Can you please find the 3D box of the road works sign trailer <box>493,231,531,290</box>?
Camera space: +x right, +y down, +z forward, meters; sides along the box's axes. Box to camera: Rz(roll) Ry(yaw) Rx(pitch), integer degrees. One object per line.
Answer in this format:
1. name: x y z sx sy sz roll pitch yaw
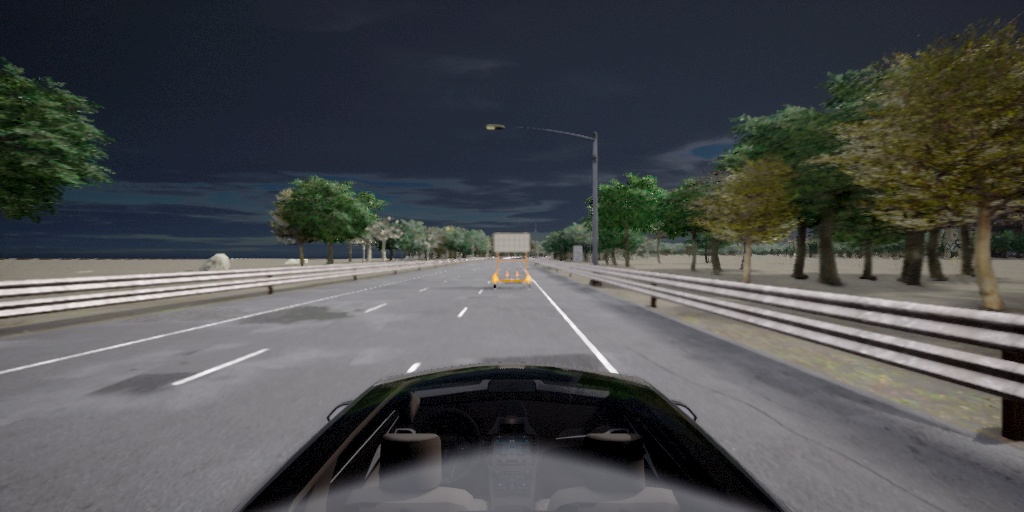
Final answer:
1. road works sign trailer: -0.001 0.219 22.720 2.380 3.560 2.880 0 0 0
